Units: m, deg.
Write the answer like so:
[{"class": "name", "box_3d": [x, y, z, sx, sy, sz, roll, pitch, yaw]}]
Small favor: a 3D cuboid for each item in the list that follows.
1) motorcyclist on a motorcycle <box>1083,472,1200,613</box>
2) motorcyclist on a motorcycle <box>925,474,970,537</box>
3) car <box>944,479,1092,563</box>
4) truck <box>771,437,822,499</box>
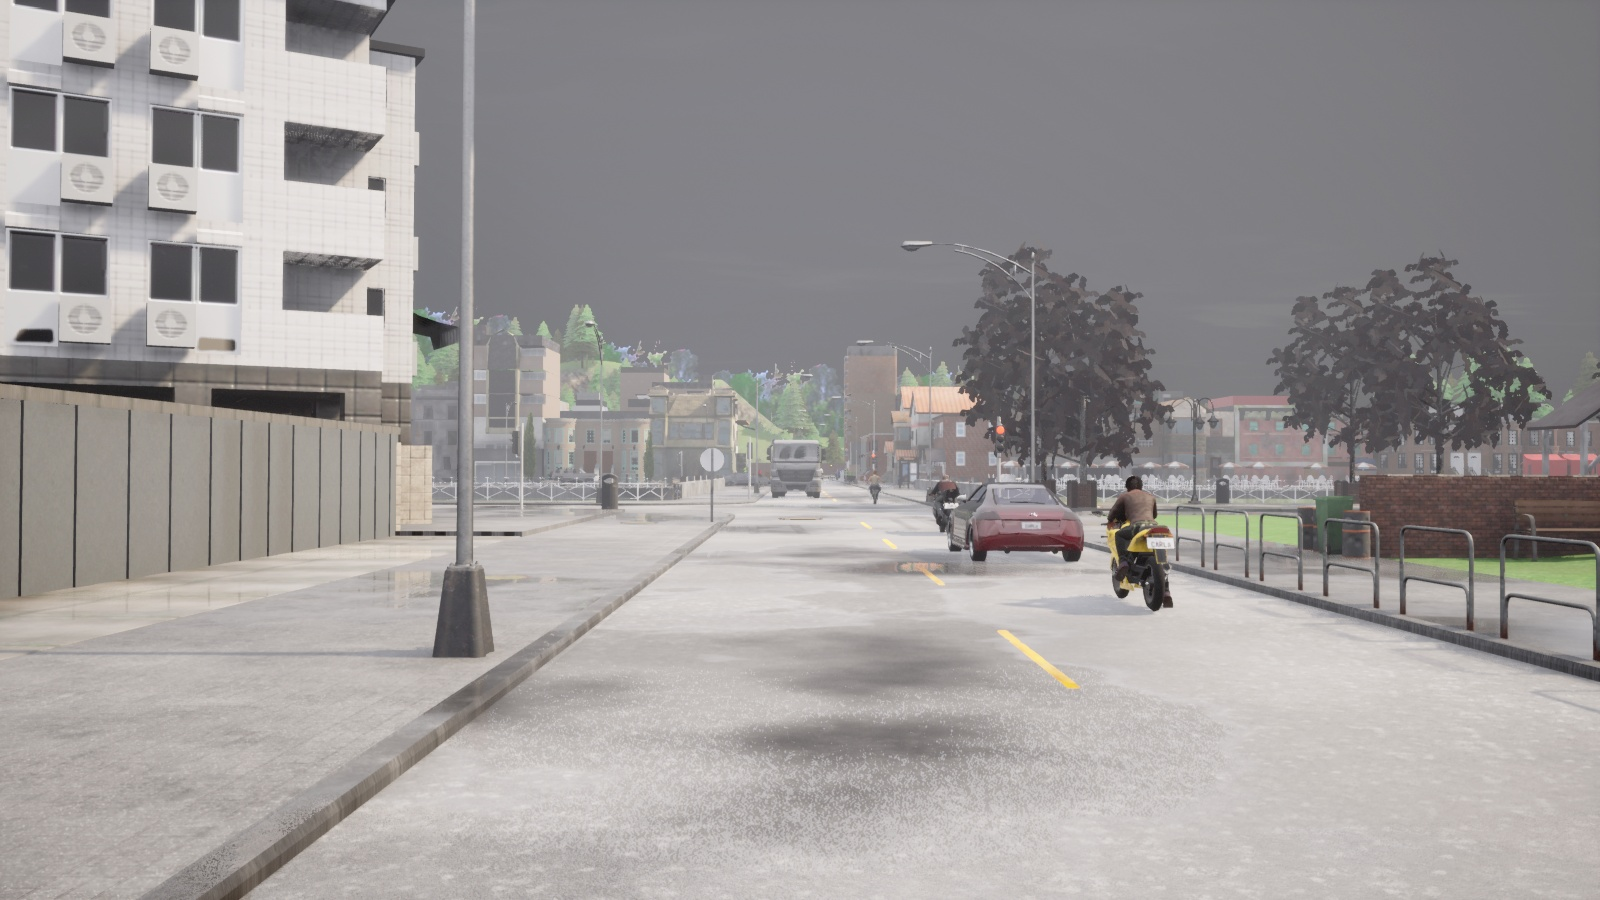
[{"class": "motorcyclist on a motorcycle", "box_3d": [3.957, 1.028, 14.727, 0.797, 1.523, 2.044, 0, -1, 0]}, {"class": "motorcyclist on a motorcycle", "box_3d": [3.677, 1.362, 31.448, 0.866, 1.530, 2.191, 0, -1, 0]}, {"class": "car", "box_3d": [3.933, 1.254, 23.348, 1.994, 1.385, 4.181, 0, -1, 0]}, {"class": "truck", "box_3d": [-0.218, 1.085, 74.708, 2.891, 3.462, 7.936, 0, -1, 0]}]
